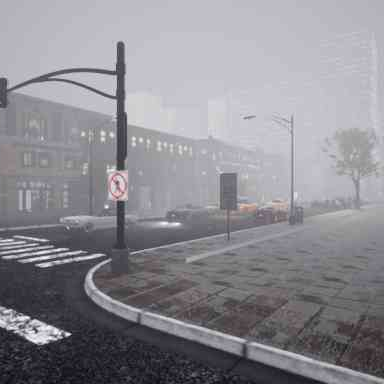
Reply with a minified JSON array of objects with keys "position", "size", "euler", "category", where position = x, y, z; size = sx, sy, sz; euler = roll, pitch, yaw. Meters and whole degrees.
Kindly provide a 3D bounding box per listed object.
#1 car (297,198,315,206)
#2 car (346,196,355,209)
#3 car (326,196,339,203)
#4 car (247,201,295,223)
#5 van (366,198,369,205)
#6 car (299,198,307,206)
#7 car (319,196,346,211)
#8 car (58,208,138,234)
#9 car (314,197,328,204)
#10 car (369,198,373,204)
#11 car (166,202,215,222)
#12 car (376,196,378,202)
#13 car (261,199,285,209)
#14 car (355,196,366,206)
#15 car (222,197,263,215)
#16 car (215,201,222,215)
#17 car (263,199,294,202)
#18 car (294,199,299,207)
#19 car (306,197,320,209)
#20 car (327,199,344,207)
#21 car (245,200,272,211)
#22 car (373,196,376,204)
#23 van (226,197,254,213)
[{"position":[21.833,1.876,63.553],"size":[2.008,1.369,4.403],"euler":[0,-1,35],"category":"car"},{"position":[22.337,1.581,49.694],"size":[2.192,1.841,5.009],"euler":[0,-1,35],"category":"car"},{"position":[34.538,1.894,81.640],"size":[1.967,1.590,4.097],"euler":[0,-1,35],"category":"car"},{"position":[6.499,1.670,27.055],"size":[1.887,1.381,4.507],"euler":[0,0,35],"category":"car"},{"position":[31.867,1.699,63.259],"size":[1.690,1.788,3.998],"euler":[0,-1,35],"category":"van"},{"position":[18.656,1.846,59.031],"size":[2.008,1.369,4.403],"euler":[0,-1,35],"category":"car"},{"position":[19.161,1.676,45.172],"size":[1.967,1.590,4.097],"euler":[0,-1,35],"category":"car"},{"position":[-5.544,1.668,20.071],"size":[1.895,1.301,4.718],"euler":[0,0,35],"category":"car"},{"position":[28.185,1.828,72.596],"size":[1.967,1.590,4.097],"euler":[0,-1,35],"category":"car"},{"position":[35.043,1.972,67.778],"size":[1.802,1.307,4.206],"euler":[0,-1,35],"category":"car"},{"position":[-0.293,1.672,27.530],"size":[1.994,1.385,4.181],"euler":[0,0,36],"category":"car"},{"position":[41.396,2.037,76.822],"size":[1.802,1.307,4.206],"euler":[0,-1,35],"category":"car"},{"position":[12.205,1.759,49.848],"size":[1.752,1.417,4.829],"euler":[0,-1,35],"category":"car"},{"position":[28.690,1.642,58.738],"size":[2.192,1.841,5.009],"euler":[0,-1,35],"category":"car"},{"position":[5.515,1.508,35.794],"size":[2.097,1.767,4.553],"euler":[0,0,35],"category":"car"},{"position":[2.676,1.674,36.283],"size":[1.752,1.417,4.829],"euler":[0,0,35],"category":"car"},{"position":[11.386,1.684,44.094],"size":[1.882,1.535,5.008],"euler":[0,0,36],"category":"car"},{"position":[15.480,1.816,54.509],"size":[2.008,1.369,4.403],"euler":[0,-1,35],"category":"car"},{"position":[19.309,1.747,49.879],"size":[2.128,1.511,4.902],"euler":[0,0,35],"category":"car"},{"position":[25.097,1.913,58.118],"size":[1.895,1.301,4.718],"euler":[0,0,35],"category":"car"},{"position":[9.127,1.756,45.466],"size":[2.008,1.369,4.403],"euler":[0,0,35],"category":"car"},{"position":[38.318,1.948,72.440],"size":[1.752,1.417,4.829],"euler":[0,-1,35],"category":"car"},{"position":[5.950,1.518,40.945],"size":[1.690,1.788,3.998],"euler":[0,0,35],"category":"van"}]
